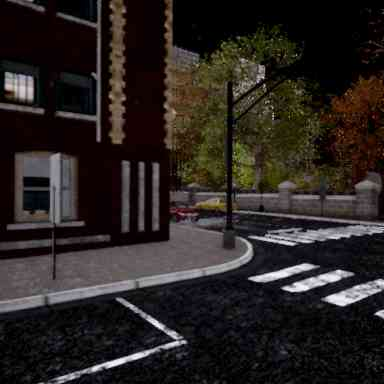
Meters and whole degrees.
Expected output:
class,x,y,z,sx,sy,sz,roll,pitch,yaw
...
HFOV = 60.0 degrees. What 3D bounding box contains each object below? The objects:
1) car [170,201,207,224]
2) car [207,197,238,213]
class,x,y,z,sx,sy,sz,roll,pitch,yaw
car,-1.201,1.279,21.983,1.802,1.307,4.206,2,0,-36
car,2.226,1.167,31.522,1.752,1.417,4.829,2,0,-36
